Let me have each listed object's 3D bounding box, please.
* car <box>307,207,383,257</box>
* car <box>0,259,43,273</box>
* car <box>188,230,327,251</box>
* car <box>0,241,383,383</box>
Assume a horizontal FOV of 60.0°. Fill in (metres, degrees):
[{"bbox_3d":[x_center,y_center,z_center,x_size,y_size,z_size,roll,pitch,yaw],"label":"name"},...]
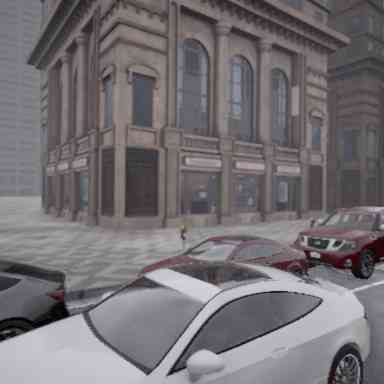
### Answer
[{"bbox_3d":[5.398,1.411,10.490,5.009,1.841,2.192,1,0,-35],"label":"car"},{"bbox_3d":[-3.726,1.558,3.986,4.313,1.339,1.947,1,0,-35],"label":"car"},{"bbox_3d":[0.835,1.626,7.238,4.206,1.307,1.802,1,0,-35],"label":"car"},{"bbox_3d":[0.022,1.543,3.393,4.674,1.442,1.812,1,0,-35],"label":"car"}]
